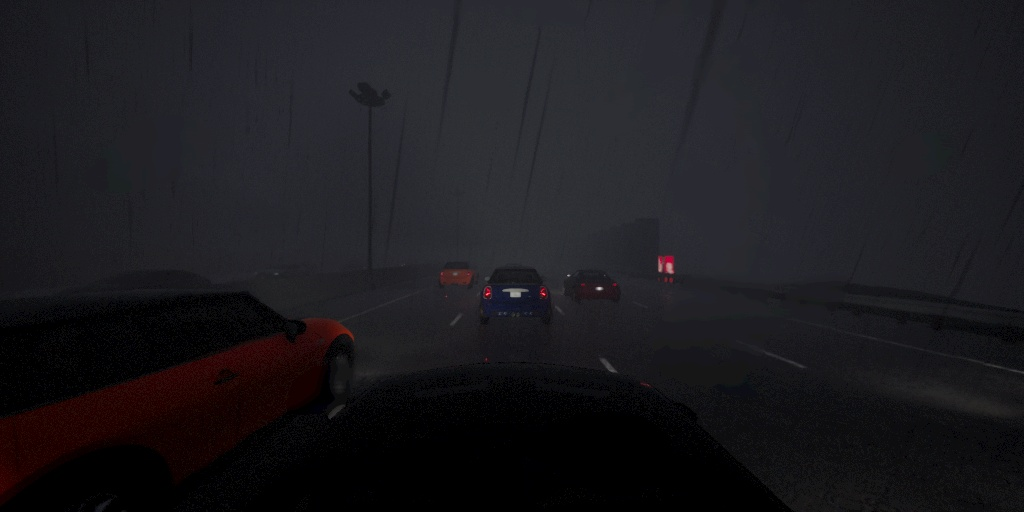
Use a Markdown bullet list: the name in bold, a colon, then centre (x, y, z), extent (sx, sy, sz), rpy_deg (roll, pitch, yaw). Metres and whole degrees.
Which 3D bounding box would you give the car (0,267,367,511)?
- **car**: centre (-3.400, 1.102, 3.574), extent (2.097, 1.767, 4.553), rpy_deg (0, 0, 0)

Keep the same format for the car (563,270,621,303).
- **car**: centre (3.600, 1.315, 16.767), extent (1.994, 1.385, 4.181), rpy_deg (0, 0, 0)

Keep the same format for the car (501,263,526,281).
- **car**: centre (0.106, 1.316, 31.126), extent (1.994, 1.385, 4.181), rpy_deg (0, 0, 0)

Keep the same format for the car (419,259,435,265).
- **car**: centre (-13.751, 1.301, 61.397), extent (2.033, 1.411, 5.357), rpy_deg (0, 0, 2)

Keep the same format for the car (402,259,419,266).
- **car**: centre (-17.224, 1.250, 61.680), extent (1.837, 1.490, 4.892), rpy_deg (0, 2, 2)

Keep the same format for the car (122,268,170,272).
- **car**: centre (-14.099, 1.256, 13.743), extent (1.837, 1.490, 4.892), rpy_deg (0, 0, 0)

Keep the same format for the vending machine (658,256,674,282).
- **vending machine**: centre (12.004, 0.947, 27.935), extent (1.100, 2.100, 0.880), rpy_deg (0, 0, 0)

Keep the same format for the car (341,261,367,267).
- **car**: centre (-21.024, 1.318, 47.775), extent (1.994, 1.385, 4.181), rpy_deg (0, 0, 1)

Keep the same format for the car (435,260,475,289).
- **car**: centre (-3.397, 1.103, 23.545), extent (2.097, 1.767, 4.553), rpy_deg (0, 0, 0)

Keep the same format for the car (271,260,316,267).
- **car**: centre (-17.595, 1.277, 27.727), extent (1.812, 1.442, 4.674), rpy_deg (0, 0, 0)

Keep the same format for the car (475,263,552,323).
- **car**: centre (0.102, 1.103, 12.191), extent (2.097, 1.767, 4.553), rpy_deg (0, 0, 0)
